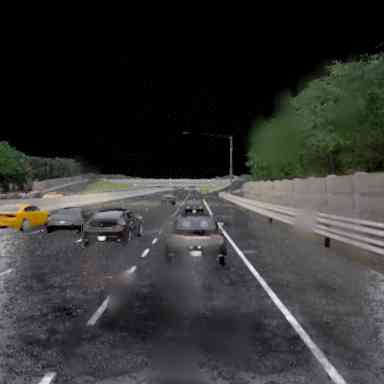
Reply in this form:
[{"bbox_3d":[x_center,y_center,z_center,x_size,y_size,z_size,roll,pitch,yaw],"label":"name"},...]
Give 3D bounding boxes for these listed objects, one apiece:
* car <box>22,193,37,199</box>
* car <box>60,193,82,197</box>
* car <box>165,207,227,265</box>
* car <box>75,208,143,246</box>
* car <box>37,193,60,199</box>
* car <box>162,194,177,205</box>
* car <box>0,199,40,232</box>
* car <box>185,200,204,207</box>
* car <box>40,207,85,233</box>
[{"bbox_3d":[-27.644,0.882,57.887,1.837,1.490,4.892,0,1,1],"label":"car"},{"bbox_3d":[-20.643,0.867,58.165,2.128,1.511,4.902,0,1,1],"label":"car"},{"bbox_3d":[0.123,1.504,11.705,2.128,1.511,4.902,0,0,0],"label":"car"},{"bbox_3d":[-3.466,1.513,15.218,1.837,1.490,4.892,0,0,0],"label":"car"},{"bbox_3d":[-24.153,0.869,57.391,1.882,1.535,5.008,0,1,1],"label":"car"},{"bbox_3d":[-3.236,1.077,47.696,1.837,1.490,4.892,0,1,1],"label":"car"},{"bbox_3d":[-10.343,1.458,20.225,1.882,1.535,5.008,0,0,0],"label":"car"},{"bbox_3d":[0.236,1.438,33.153,1.895,1.301,4.718,0,1,0],"label":"car"},{"bbox_3d":[-6.846,1.549,19.565,1.994,1.385,4.181,0,0,0],"label":"car"}]
